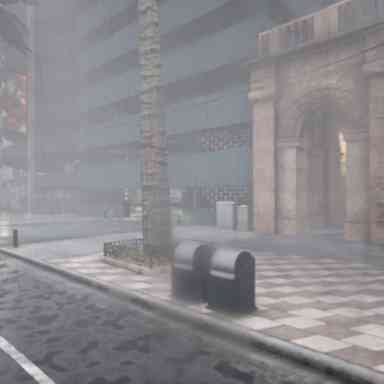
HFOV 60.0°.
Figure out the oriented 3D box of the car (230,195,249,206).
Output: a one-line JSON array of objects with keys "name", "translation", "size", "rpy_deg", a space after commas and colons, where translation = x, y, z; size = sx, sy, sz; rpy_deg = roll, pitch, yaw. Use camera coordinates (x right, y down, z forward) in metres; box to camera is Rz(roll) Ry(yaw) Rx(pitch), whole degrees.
[{"name": "car", "translation": [5.015, 1.012, 24.511], "size": [5.566, 2.045, 2.435], "rpy_deg": [0, 0, 44]}]
